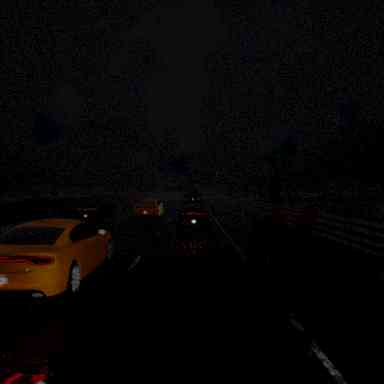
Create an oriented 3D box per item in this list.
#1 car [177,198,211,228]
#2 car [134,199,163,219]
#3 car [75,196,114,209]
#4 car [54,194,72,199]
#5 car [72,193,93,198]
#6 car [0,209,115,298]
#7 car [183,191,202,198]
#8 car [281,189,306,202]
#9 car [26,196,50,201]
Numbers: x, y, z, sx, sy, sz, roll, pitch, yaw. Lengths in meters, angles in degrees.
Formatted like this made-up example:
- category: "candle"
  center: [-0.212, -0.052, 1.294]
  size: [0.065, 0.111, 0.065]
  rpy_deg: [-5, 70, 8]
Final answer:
- category: "car"
  center: [0.102, 1.362, 21.018]
  size: [1.837, 1.490, 4.892]
  rpy_deg: [0, 1, 0]
- category: "car"
  center: [-3.397, 1.292, 26.609]
  size: [1.882, 1.535, 5.008]
  rpy_deg: [0, 0, 0]
- category: "car"
  center: [-6.898, 1.325, 23.975]
  size: [2.128, 1.511, 4.902]
  rpy_deg: [0, 0, 0]
- category: "car"
  center: [-21.053, 1.104, 54.663]
  size: [1.837, 1.490, 4.892]
  rpy_deg: [0, 0, 0]
- category: "car"
  center: [-17.554, 0.951, 54.782]
  size: [2.097, 1.767, 4.553]
  rpy_deg: [0, 0, 0]
- category: "car"
  center: [-3.399, 1.420, 8.437]
  size: [1.882, 1.535, 5.008]
  rpy_deg: [0, 0, 0]
- category: "car"
  center: [0.101, 0.925, 41.206]
  size: [2.150, 2.045, 5.566]
  rpy_deg: [0, 0, 0]
- category: "car"
  center: [16.885, 0.579, 55.450]
  size: [2.150, 2.045, 5.566]
  rpy_deg: [0, -1, -17]
- category: "car"
  center: [-24.551, 1.213, 53.003]
  size: [1.895, 1.301, 4.718]
  rpy_deg: [0, 0, 1]
